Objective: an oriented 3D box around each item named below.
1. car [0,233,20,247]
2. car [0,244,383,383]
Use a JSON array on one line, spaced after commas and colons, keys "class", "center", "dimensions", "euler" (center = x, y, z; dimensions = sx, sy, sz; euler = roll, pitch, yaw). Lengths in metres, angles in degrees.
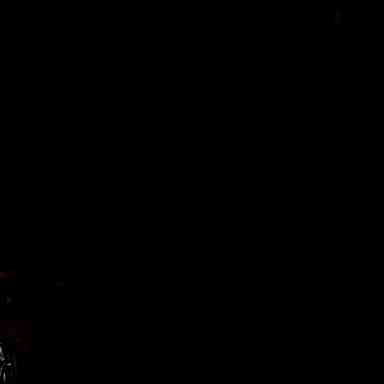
[{"class": "car", "center": [-4.774, 1.470, 6.510], "dimensions": [5.008, 1.535, 2.097], "euler": [0, 0, 34]}, {"class": "car", "center": [-0.228, 1.506, 3.427], "dimensions": [4.792, 1.488, 2.163], "euler": [0, 0, 36]}]
